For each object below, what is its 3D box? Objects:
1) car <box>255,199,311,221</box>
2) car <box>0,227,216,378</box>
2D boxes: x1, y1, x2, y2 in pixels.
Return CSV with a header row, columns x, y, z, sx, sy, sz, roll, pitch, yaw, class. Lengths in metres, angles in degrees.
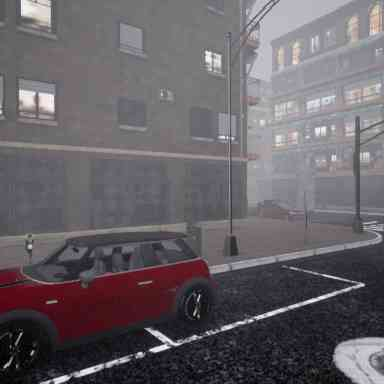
x,y,z,sx,sy,sz,roll,pitch,yaw,class
6.834,1.473,26.225,1.802,1.307,4.206,0,0,-35,car
-1.645,1.440,5.446,4.097,1.590,1.967,0,0,-35,car
